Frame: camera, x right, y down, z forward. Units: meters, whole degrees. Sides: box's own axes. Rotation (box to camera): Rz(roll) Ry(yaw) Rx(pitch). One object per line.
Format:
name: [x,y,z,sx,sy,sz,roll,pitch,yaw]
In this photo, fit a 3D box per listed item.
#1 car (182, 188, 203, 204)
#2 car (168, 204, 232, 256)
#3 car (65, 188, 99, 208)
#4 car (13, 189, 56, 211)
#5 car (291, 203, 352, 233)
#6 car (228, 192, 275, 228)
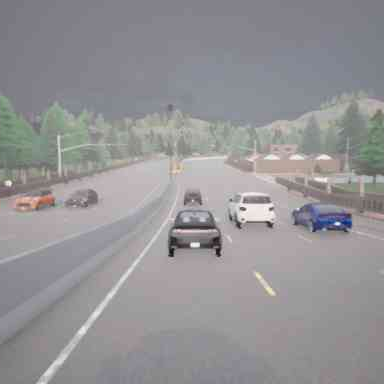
car: [0.078,0.379,34.606,1.837,1.490,4.892,0,5,0]
car: [0.100,1.439,12.899,2.128,1.511,4.902,0,0,0]
car: [-10.502,0.514,31.946,2.097,1.767,4.553,0,5,0]
car: [-14.026,0.624,29.876,2.097,1.767,4.553,0,4,0]
car: [7.100,1.332,18.709,1.882,1.535,5.008,0,1,0]
car: [3.600,1.009,20.847,2.150,2.045,5.566,0,2,0]
